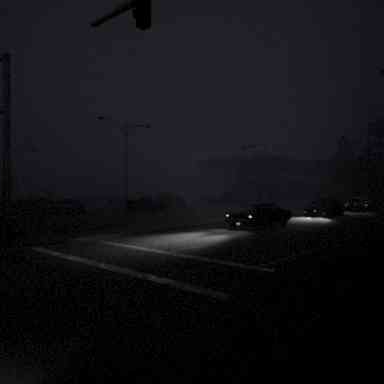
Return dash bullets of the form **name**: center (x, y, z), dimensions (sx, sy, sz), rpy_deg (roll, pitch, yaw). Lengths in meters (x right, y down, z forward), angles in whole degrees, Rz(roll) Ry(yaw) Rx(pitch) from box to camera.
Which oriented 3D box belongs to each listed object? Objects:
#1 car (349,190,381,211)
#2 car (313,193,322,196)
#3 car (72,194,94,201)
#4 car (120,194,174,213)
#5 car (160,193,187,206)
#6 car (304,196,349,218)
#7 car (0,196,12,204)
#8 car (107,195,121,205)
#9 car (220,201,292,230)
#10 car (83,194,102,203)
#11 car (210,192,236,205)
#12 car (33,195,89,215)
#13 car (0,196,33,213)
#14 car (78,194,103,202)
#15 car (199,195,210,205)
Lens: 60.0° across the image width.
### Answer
- **car**: center (17.797, 0.829, 34.474), dimensions (2.150, 2.045, 5.566), rpy_deg (0, 0, 43)
- **car**: center (28.117, 1.099, 73.477), dimensions (4.611, 1.667, 2.242), rpy_deg (0, 0, 42)
- **car**: center (-24.954, 1.335, 76.336), dimensions (2.007, 1.523, 4.514), rpy_deg (0, 0, 42)
- **car**: center (-4.393, 1.262, 32.927), dimensions (2.007, 1.523, 4.514), rpy_deg (0, 0, 42)
- **car**: center (-2.823, 1.018, 45.007), dimensions (1.932, 1.855, 4.605), rpy_deg (0, 0, 42)
- **car**: center (10.637, 1.245, 26.663), dimensions (1.994, 1.385, 4.181), rpy_deg (0, 0, 42)
- **car**: center (-35.226, 1.498, 60.530), dimensions (1.970, 1.475, 3.806), rpy_deg (0, 0, 42)
- **car**: center (-11.579, 1.258, 53.894), dimensions (2.007, 1.523, 4.514), rpy_deg (0, 0, 42)
- **car**: center (3.920, 1.350, 19.295), dimensions (1.895, 1.301, 4.718), rpy_deg (0, 0, 42)
- **car**: center (-18.960, 1.315, 60.631), dimensions (1.845, 1.501, 3.633), rpy_deg (0, 0, 42)
- **car**: center (4.893, 0.931, 48.635), dimensions (1.905, 1.878, 3.866), rpy_deg (0, 0, 42)
- **car**: center (-11.839, 1.258, 30.159), dimensions (1.970, 1.475, 3.806), rpy_deg (0, 0, 42)
- **car**: center (-16.815, 1.205, 34.225), dimensions (2.152, 1.636, 5.027), rpy_deg (0, 0, 42)
- **car**: center (-22.593, 1.315, 74.270), dimensions (2.152, 1.636, 5.027), rpy_deg (0, 0, 42)
- **car**: center (2.840, 1.223, 51.320), dimensions (1.970, 1.475, 3.806), rpy_deg (0, 0, 42)
